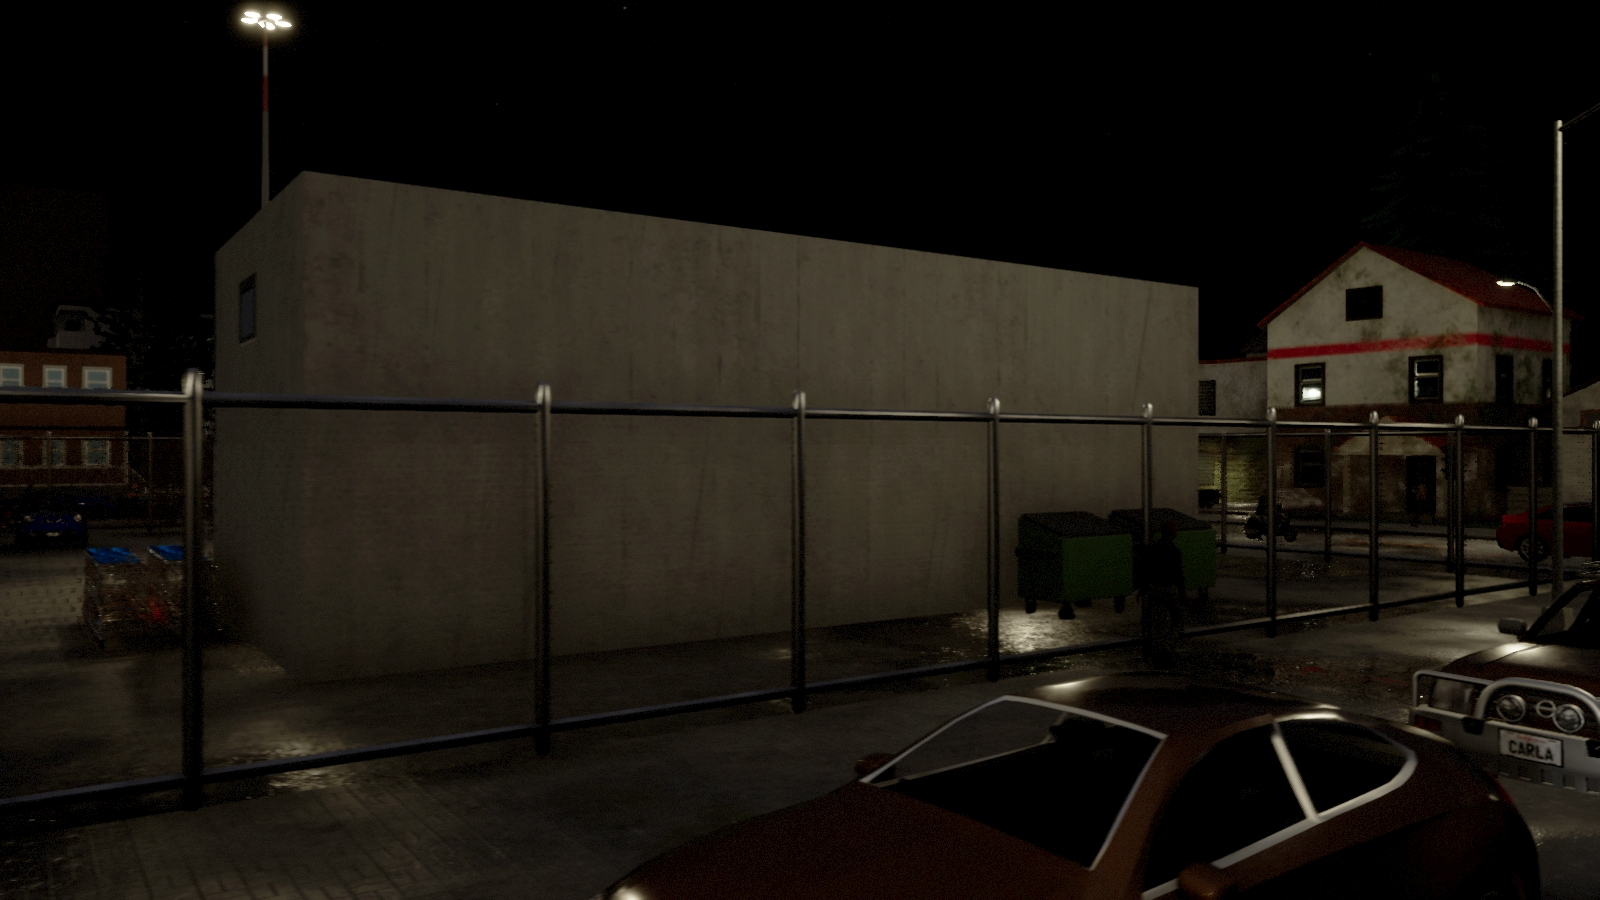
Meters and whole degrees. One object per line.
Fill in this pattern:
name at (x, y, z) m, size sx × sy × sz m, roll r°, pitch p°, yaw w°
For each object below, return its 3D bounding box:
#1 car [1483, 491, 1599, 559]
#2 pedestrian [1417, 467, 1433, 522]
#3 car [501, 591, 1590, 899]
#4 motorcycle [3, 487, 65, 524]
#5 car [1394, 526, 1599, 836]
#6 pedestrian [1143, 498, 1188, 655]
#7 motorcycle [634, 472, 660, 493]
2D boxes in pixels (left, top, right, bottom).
car at (19.752, 1.840, 27.788) m, size 2.231 × 1.480 × 4.892 m, roll 0°, pitch 0°, yaw -35°
pedestrian at (21.514, 1.523, 39.329) m, size 0.375 × 1.860 × 0.375 m, roll 0°, pitch 0°, yaw -39°
car at (1.417, 1.772, 5.372) m, size 5.027 × 1.651 × 2.152 m, roll 0°, pitch 0°, yaw -35°
motorcycle at (-27.272, 1.962, 40.676) m, size 1.805 × 1.236 × 0.856 m, roll 0°, pitch 0°, yaw -35°
car at (6.991, 1.643, 9.247) m, size 4.605 × 1.855 × 1.932 m, roll 0°, pitch 0°, yaw -34°
pedestrian at (4.466, 1.524, 13.966) m, size 0.375 × 1.860 × 0.375 m, roll 0°, pitch 0°, yaw -34°
motorcycle at (-9.327, 1.960, 69.503) m, size 0.856 × 1.236 × 1.805 m, roll 0°, pitch 0°, yaw -35°
